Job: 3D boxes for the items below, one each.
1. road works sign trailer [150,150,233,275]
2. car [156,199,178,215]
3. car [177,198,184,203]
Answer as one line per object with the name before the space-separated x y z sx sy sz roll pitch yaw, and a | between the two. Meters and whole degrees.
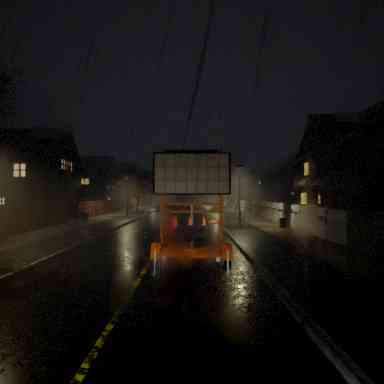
road works sign trailer | -0.002 0.484 10.454 2.380 3.560 2.880 0 0 1
car | -2.845 1.744 36.196 1.895 1.301 4.718 0 0 0
car | -2.739 1.983 75.086 1.882 1.535 5.008 0 -1 0
